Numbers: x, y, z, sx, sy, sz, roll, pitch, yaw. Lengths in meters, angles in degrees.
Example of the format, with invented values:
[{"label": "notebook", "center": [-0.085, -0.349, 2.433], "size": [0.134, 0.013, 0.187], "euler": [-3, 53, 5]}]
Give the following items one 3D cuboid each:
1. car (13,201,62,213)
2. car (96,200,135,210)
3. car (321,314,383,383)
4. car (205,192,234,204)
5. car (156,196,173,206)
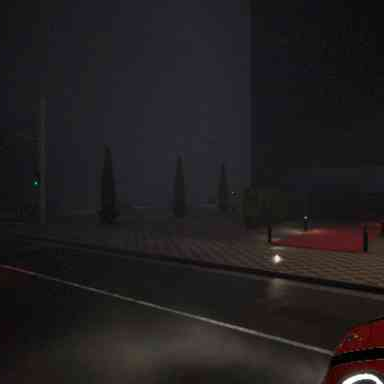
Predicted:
[{"label": "car", "center": [-16.844, 1.595, 36.485], "size": [1.895, 1.301, 4.718], "euler": [0, 0, 36]}, {"label": "car", "center": [-9.360, 1.596, 40.857], "size": [1.895, 1.301, 4.718], "euler": [0, 0, 36]}, {"label": "car", "center": [3.085, 1.351, 1.790], "size": [4.553, 1.767, 2.097], "euler": [0, 0, 36]}, {"label": "car", "center": [5.061, 1.221, 60.634], "size": [2.150, 2.045, 5.566], "euler": [0, 0, 36]}, {"label": "car", "center": [-3.818, 1.486, 54.456], "size": [2.128, 1.511, 4.902], "euler": [0, 0, 36]}]
